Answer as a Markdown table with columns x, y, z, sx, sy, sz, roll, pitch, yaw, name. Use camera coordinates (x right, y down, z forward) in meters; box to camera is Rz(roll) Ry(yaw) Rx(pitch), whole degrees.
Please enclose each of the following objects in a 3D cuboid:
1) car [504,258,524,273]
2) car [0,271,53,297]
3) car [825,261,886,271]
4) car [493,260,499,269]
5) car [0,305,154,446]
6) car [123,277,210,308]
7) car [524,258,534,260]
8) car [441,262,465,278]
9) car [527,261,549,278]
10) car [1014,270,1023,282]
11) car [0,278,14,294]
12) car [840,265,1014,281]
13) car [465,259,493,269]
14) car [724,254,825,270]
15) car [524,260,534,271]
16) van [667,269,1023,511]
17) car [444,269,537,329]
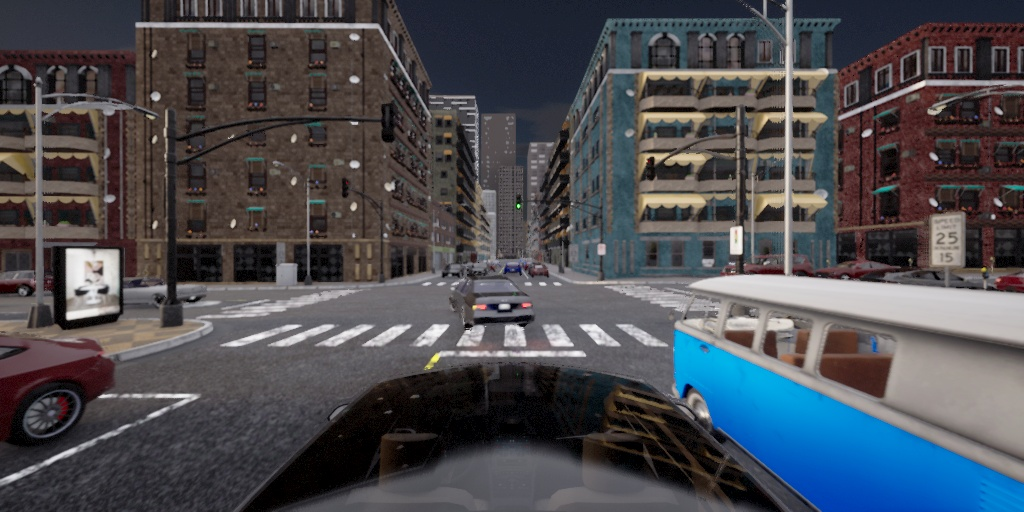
| x | y | z | sx | sy | sz | roll | pitch | yaw | name |
| --- | --- | --- | --- | --- | --- | --- | --- | --- | --- |
| 0.104 | 1.336 | 41.124 | 1.882 | 1.535 | 5.008 | 0 | 0 | 0 | car |
| -30.259 | 1.627 | 22.021 | 4.097 | 1.591 | 1.967 | 0 | 0 | 0 | car |
| 21.344 | 0.984 | 22.258 | 4.507 | 1.381 | 1.888 | 0 | 0 | 0 | car |
| -3.077 | 1.478 | 47.177 | 1.895 | 1.301 | 4.718 | 0 | 0 | 0 | car |
| -5.693 | 1.334 | 2.667 | 1.802 | 1.307 | 4.207 | 0 | 0 | 0 | car |
| -16.678 | 1.621 | 16.216 | 4.718 | 1.301 | 1.895 | -1 | 0 | -1 | car |
| 2.694 | 1.437 | 51.629 | 1.888 | 1.381 | 4.507 | 0 | 0 | 0 | car |
| -5.689 | 1.406 | 35.072 | 1.948 | 1.339 | 4.313 | 0 | 0 | 0 | car |
| 2.692 | 1.422 | 35.059 | 1.802 | 1.307 | 4.207 | 0 | 0 | 0 | car |
| 21.364 | 1.065 | 13.877 | 4.207 | 1.307 | 1.802 | 0 | 0 | 0 | car |
| -22.393 | 1.668 | 13.437 | 4.403 | 1.370 | 2.007 | 0 | 0 | 0 | car |
| 15.794 | 1.129 | 13.838 | 4.313 | 1.339 | 1.948 | 0 | 0 | 0 | car |
| -3.087 | 1.343 | 34.417 | 1.837 | 1.490 | 4.892 | 0 | 0 | 0 | car |
| 15.774 | 0.835 | 22.218 | 5.009 | 1.841 | 2.192 | 0 | 0 | 0 | car |
| 2.693 | 1.423 | 40.583 | 1.948 | 1.339 | 4.313 | 0 | 0 | 0 | car |
| 2.689 | 1.093 | 2.665 | 1.690 | 1.789 | 3.998 | 0 | 0 | 0 | van |
| -0.845 | 1.322 | 11.418 | 2.033 | 1.411 | 5.357 | 0 | 0 | -15 | car |
